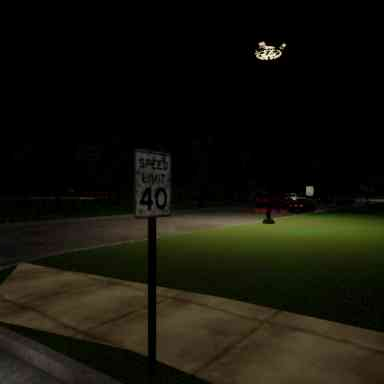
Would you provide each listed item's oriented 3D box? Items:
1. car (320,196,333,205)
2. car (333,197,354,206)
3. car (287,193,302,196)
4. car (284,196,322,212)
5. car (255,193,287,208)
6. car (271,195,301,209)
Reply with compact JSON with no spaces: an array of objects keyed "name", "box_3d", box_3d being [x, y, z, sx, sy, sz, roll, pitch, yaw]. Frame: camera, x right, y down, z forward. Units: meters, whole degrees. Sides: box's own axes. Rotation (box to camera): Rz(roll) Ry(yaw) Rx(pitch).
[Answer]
[{"name":"car","box_3d":[23.192,1.498,57.891,1.837,1.490,4.892,0,-2,37]},{"name":"car","box_3d":[25.304,1.476,54.892,1.882,1.535,5.008,0,0,37]},{"name":"car","box_3d":[17.559,1.220,56.443,2.150,2.045,5.566,0,0,37]},{"name":"car","box_3d":[12.998,1.546,38.767,2.033,1.411,5.357,0,0,37]},{"name":"car","box_3d":[11.170,1.220,47.993,2.150,2.045,5.566,0,0,37]},{"name":"car","box_3d":[12.570,1.524,43.991,1.812,1.442,4.674,0,0,37]}]
